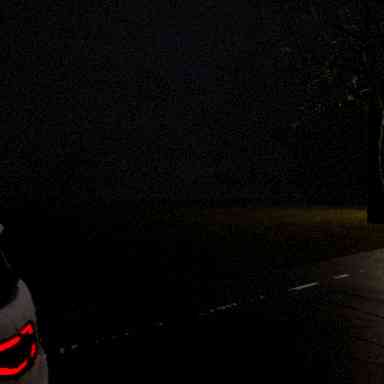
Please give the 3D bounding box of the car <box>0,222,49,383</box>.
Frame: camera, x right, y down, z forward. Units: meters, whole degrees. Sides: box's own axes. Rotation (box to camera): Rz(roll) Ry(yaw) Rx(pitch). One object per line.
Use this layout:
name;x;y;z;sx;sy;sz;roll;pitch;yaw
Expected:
car;-3.629;1.221;1.410;5.566;2.045;2.150;0;0;-35
